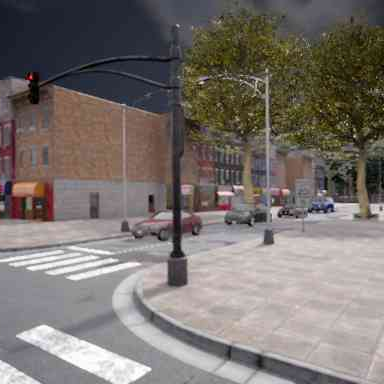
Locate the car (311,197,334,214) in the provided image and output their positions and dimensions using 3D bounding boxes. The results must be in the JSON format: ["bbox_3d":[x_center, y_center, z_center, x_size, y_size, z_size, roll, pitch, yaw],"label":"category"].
[{"bbox_3d":[16.451,1.644,42.243,2.150,2.045,5.566,-1,-1,36],"label":"car"}]

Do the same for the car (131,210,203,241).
[{"bbox_3d":[-1.185,1.704,17.945,1.812,1.442,4.674,-1,-1,35],"label":"car"}]

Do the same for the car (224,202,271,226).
[{"bbox_3d":[4.339,1.598,25.585,2.097,1.767,4.553,-1,-1,36],"label":"car"}]

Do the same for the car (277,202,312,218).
[{"bbox_3d":[10.211,1.889,33.668,1.994,1.385,4.181,-1,-1,37],"label":"car"}]
